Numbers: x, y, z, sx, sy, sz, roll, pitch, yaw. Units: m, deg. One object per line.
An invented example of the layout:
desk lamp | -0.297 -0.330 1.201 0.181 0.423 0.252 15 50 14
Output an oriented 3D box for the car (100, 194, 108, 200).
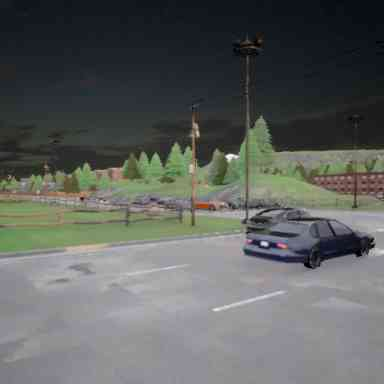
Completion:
car | -16.843 1.187 64.833 1.812 1.442 4.674 0 0 -36

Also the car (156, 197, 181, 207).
car | -3.767 1.537 52.738 1.812 1.442 4.674 0 0 -35

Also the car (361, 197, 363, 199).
car | 43.749 1.532 81.944 1.994 1.385 4.181 0 0 -18

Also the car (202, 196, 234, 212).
car | 2.218 1.365 38.601 2.097 1.767 4.553 0 0 -36

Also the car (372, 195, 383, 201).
car | 47.266 1.471 82.314 1.837 1.490 4.892 0 0 -14

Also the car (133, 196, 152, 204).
car | -10.001 1.564 67.331 1.994 1.385 4.181 0 0 -36

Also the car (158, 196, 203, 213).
car | -1.356 1.497 37.557 2.128 1.511 4.902 0 0 -36

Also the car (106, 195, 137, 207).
car | -10.717 1.497 50.383 2.128 1.511 4.902 0 0 -36

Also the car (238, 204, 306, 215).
car | 4.714 1.512 16.116 4.892 1.490 1.837 -1 1 -39

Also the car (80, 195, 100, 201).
car | -19.668 1.203 62.767 1.882 1.535 5.008 0 0 -36

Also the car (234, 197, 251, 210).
car | 4.632 1.366 41.230 2.097 1.767 4.553 0 0 -36

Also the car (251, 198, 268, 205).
car | 6.936 1.560 44.012 2.033 1.411 5.357 0 0 -36

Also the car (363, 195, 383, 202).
car | 41.443 1.531 74.660 1.837 1.490 4.892 0 0 -7

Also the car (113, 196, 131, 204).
car | -14.018 1.619 66.899 1.994 1.385 4.181 0 0 -36

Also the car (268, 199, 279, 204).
car | 10.030 1.577 45.716 1.994 1.385 4.181 0 0 -36

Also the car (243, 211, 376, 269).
car | 4.093 1.551 11.159 5.357 1.411 2.033 0 0 -37

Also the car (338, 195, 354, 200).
car | 39.209 1.510 84.745 1.882 1.535 5.008 0 0 -21

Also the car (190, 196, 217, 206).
car | 1.876 1.491 56.901 1.882 1.535 5.008 0 0 -36

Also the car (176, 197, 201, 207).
car | -0.558 1.574 54.279 1.994 1.385 4.181 0 0 -36

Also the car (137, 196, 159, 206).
car | -7.461 1.573 51.858 1.994 1.385 4.181 0 0 -36

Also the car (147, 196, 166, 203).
car | -7.406 1.520 69.715 1.895 1.301 4.718 0 0 -36
